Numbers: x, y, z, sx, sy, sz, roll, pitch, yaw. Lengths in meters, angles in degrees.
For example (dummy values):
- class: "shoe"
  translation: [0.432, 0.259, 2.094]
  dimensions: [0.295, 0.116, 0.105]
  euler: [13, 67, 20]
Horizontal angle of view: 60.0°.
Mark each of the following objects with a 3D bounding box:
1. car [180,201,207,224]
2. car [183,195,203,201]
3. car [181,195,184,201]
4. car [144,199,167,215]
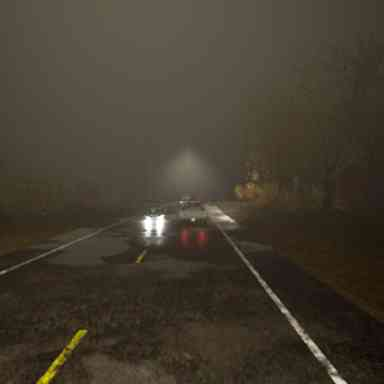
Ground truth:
- class: "car"
  translation: [0.087, 1.571, 24.650]
  dimensions: [1.895, 1.301, 4.718]
  euler: [0, 0, 0]
- class: "car"
  translation: [0.337, 1.439, 42.898]
  dimensions: [2.128, 1.511, 4.902]
  euler: [0, 0, 2]
- class: "car"
  translation: [-1.384, 1.417, 74.257]
  dimensions: [1.812, 1.442, 4.674]
  euler: [0, 0, 5]
- class: "car"
  translation: [-3.554, 1.452, 33.102]
  dimensions: [2.128, 1.511, 4.902]
  euler: [0, 0, 1]
